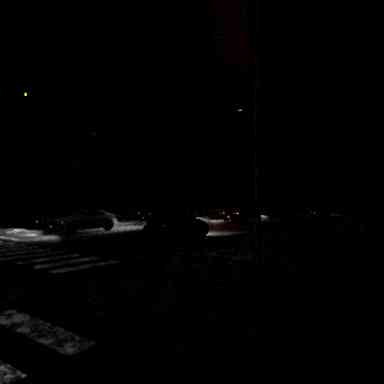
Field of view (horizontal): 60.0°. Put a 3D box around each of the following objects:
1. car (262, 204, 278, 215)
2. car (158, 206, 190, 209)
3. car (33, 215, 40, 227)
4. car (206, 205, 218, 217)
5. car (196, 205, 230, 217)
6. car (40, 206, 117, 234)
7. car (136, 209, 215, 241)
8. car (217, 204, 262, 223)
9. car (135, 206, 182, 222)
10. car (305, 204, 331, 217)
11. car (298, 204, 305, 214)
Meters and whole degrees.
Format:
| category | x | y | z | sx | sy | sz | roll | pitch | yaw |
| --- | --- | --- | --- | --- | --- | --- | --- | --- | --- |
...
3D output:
| category | x | y | z | sx | sy | sz | roll | pitch | yaw |
| --- | --- | --- | --- | --- | --- | --- | --- | --- | --- |
| car | 10.053 | 2.395 | 45.336 | 2.033 | 1.411 | 5.357 | 0 | -1 | 36 |
| car | -1.615 | 1.959 | 29.143 | 2.128 | 1.511 | 4.902 | 0 | -1 | 36 |
| car | -9.038 | 1.827 | 24.367 | 1.837 | 1.490 | 4.892 | 0 | -1 | 36 |
| car | 3.862 | 2.124 | 36.770 | 1.882 | 1.535 | 5.008 | 0 | -1 | 36 |
| car | 2.678 | 2.302 | 40.691 | 1.895 | 1.301 | 4.718 | 0 | -1 | 36 |
| car | -6.994 | 1.821 | 21.608 | 1.812 | 1.442 | 4.674 | 0 | -1 | 36 |
| car | -0.821 | 1.866 | 18.751 | 1.994 | 1.385 | 4.181 | 0 | -1 | 36 |
| car | 4.640 | 2.097 | 31.945 | 1.812 | 1.442 | 4.674 | 0 | -1 | 36 |
| car | -3.201 | 2.111 | 32.506 | 1.895 | 1.301 | 4.718 | 0 | -1 | 36 |
| car | 16.614 | 2.377 | 43.149 | 1.837 | 1.490 | 4.892 | 0 | -1 | 36 |
| car | 17.443 | 2.484 | 49.833 | 2.128 | 1.511 | 4.902 | 0 | -1 | 36 |
